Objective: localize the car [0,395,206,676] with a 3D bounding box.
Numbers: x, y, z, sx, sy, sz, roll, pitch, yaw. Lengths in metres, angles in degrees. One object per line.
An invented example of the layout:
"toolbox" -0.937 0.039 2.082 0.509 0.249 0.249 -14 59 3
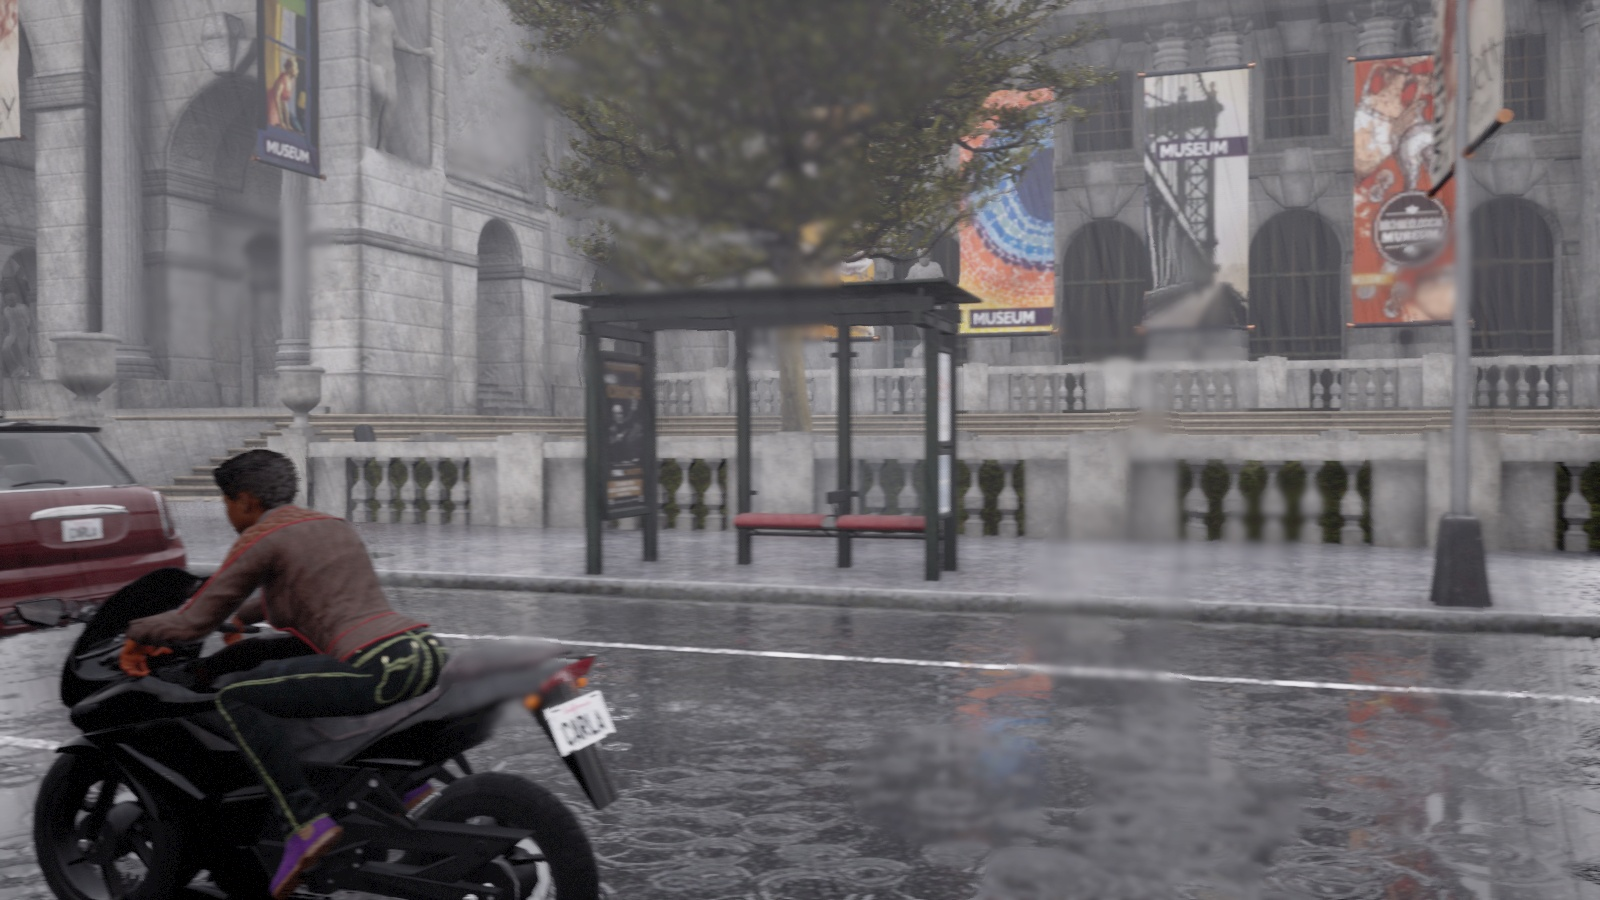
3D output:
"car" -6.991 0.511 9.236 4.553 1.767 2.097 1 1 19

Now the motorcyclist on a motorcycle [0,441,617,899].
"motorcyclist on a motorcycle" -1.649 0.742 3.747 2.044 1.523 0.797 1 1 19
